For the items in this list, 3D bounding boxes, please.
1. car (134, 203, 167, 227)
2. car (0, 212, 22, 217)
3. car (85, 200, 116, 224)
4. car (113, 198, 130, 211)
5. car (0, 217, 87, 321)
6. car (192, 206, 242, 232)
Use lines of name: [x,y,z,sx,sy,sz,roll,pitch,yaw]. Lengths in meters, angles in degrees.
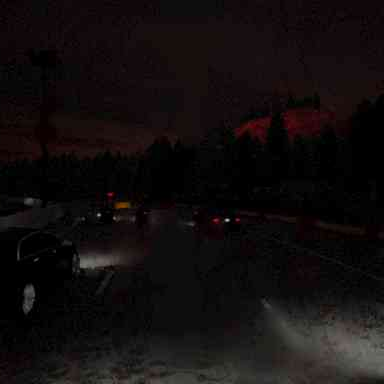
car: [-2.872,1.514,22.899,2.128,1.511,4.902,0,0,-12]
car: [-15.751,1.535,29.338,1.882,1.535,5.008,0,0,-19]
car: [-7.063,1.596,25.325,1.994,1.385,4.181,0,0,-15]
car: [-9.070,1.525,41.488,1.882,1.535,5.008,0,0,-23]
car: [-3.890,1.519,7.197,1.837,1.490,4.892,0,0,-4]
car: [1.379,1.556,20.225,2.033,1.411,5.357,0,0,-11]
